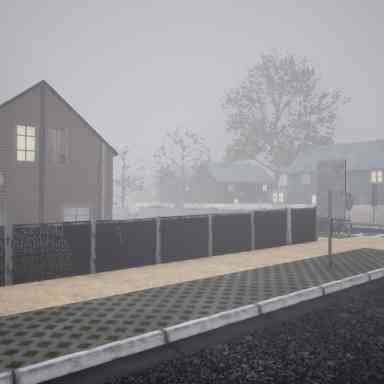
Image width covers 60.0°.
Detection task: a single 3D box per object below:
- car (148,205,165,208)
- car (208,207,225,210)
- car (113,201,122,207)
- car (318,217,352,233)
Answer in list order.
[{"bbox_3d":[-3.881,2.272,38.069,1.837,1.490,4.892,1,-2,-36],"label":"car"},{"bbox_3d":[2.145,2.077,29.567,1.994,1.385,4.181,1,-2,-35],"label":"car"},{"bbox_3d":[-12.161,2.348,49.907,2.150,2.045,5.566,1,-2,-35],"label":"car"},{"bbox_3d":[7.868,1.798,21.482,1.812,1.442,4.674,1,-2,-35],"label":"car"}]
